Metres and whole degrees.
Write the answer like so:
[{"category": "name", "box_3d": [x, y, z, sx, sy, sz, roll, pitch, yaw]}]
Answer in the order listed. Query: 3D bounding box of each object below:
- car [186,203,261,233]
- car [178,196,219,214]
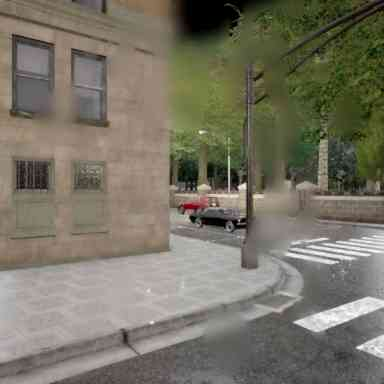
[{"category": "car", "box_3d": [1.882, 1.586, 19.901, 1.895, 1.301, 4.718, 0, 0, -35]}, {"category": "car", "box_3d": [0.639, 1.285, 31.844, 2.192, 1.841, 5.009, 0, 0, -35]}]
